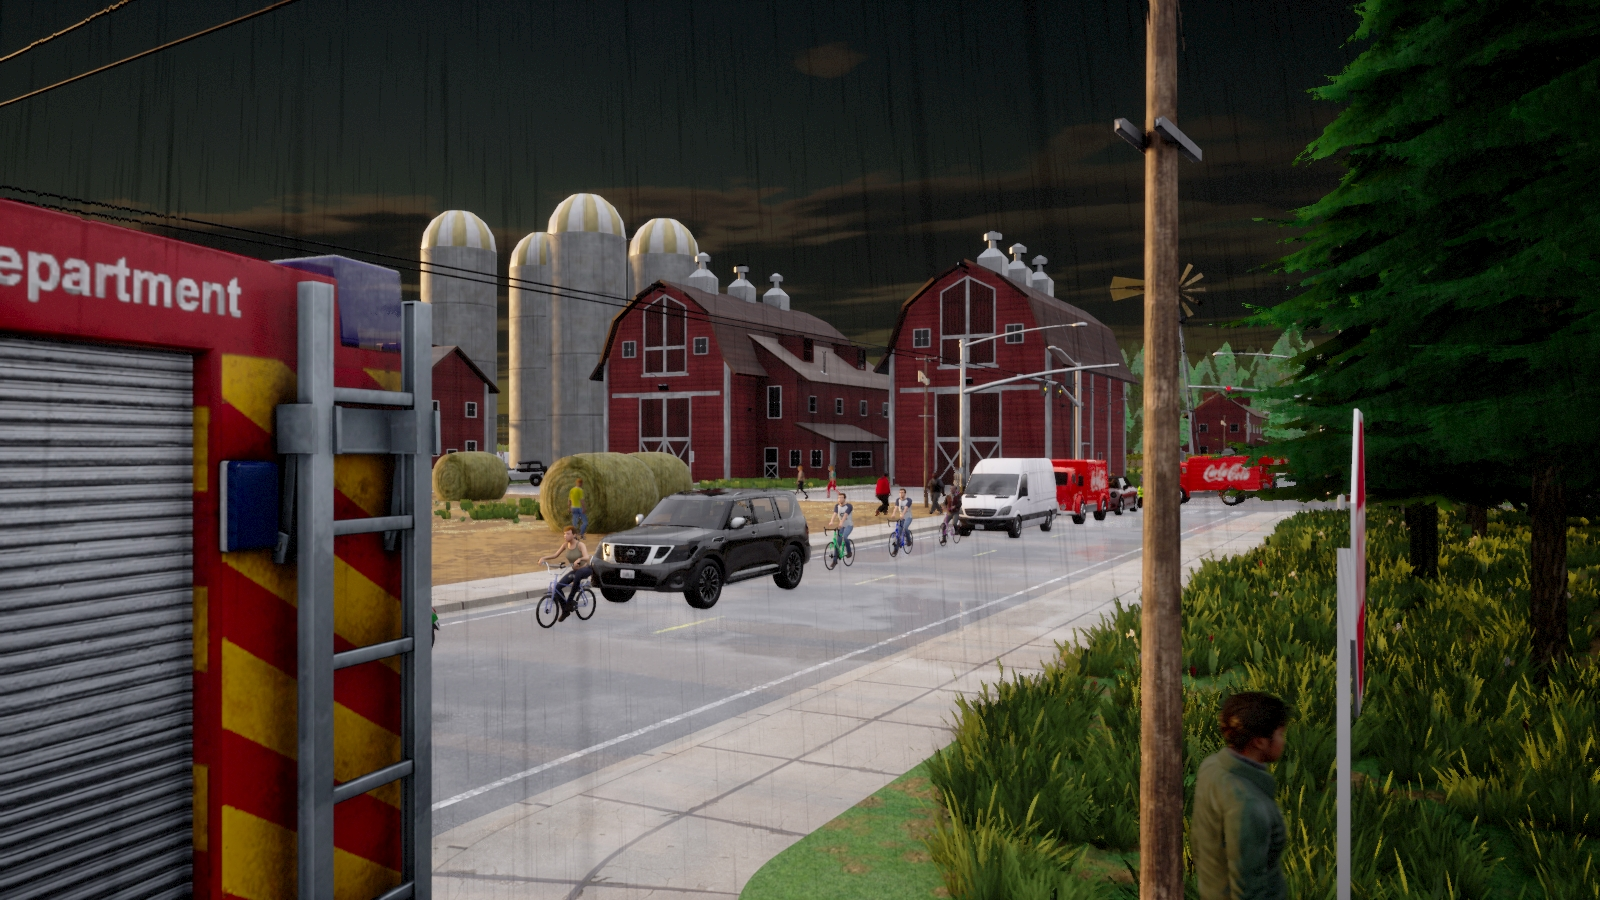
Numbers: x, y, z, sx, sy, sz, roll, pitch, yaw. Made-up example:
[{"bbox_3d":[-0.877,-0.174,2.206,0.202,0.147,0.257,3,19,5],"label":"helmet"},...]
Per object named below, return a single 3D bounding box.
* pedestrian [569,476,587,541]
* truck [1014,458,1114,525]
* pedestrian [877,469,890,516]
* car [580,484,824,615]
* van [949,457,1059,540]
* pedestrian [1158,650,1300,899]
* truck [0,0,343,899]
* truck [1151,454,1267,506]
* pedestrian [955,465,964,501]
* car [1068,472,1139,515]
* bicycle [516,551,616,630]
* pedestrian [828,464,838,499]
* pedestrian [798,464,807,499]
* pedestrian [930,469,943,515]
[{"bbox_3d":[-6.410,1.681,32.977,0.375,1.860,0.375,0,0,34],"label":"pedestrian"},{"bbox_3d":[10.553,1.568,45.371,2.627,2.467,5.204,0,0,28],"label":"truck"},{"bbox_3d":[3.337,1.678,45.751,0.375,1.860,0.375,0,0,-37],"label":"pedestrian"},{"bbox_3d":[-1.716,1.779,22.423,2.150,2.045,5.566,0,0,27],"label":"car"},{"bbox_3d":[7.063,1.534,38.944,1.988,2.561,5.915,0,0,28],"label":"van"},{"bbox_3d":[1.484,1.663,3.986,0.375,1.860,0.375,0,0,4],"label":"pedestrian"},{"bbox_3d":[-5.969,0.867,3.800,8.468,3.827,2.891,0,0,20],"label":"truck"},{"bbox_3d":[21.011,1.526,58.683,5.204,2.467,2.627,-2,-1,27],"label":"truck"},{"bbox_3d":[8.135,1.671,58.147,0.375,1.860,0.375,0,0,25],"label":"pedestrian"},{"bbox_3d":[13.653,1.903,51.218,2.097,1.767,4.553,0,0,28],"label":"car"},{"bbox_3d":[-3.784,2.256,18.575,0.859,1.080,1.487,0,0,28],"label":"bicycle"},{"bbox_3d":[1.770,1.670,61.218,0.375,1.860,0.375,0,0,31],"label":"pedestrian"},{"bbox_3d":[0.140,1.668,60.626,0.375,1.860,0.375,0,0,18],"label":"pedestrian"},{"bbox_3d":[5.560,1.693,46.497,0.375,1.860,0.375,0,0,38],"label":"pedestrian"}]
